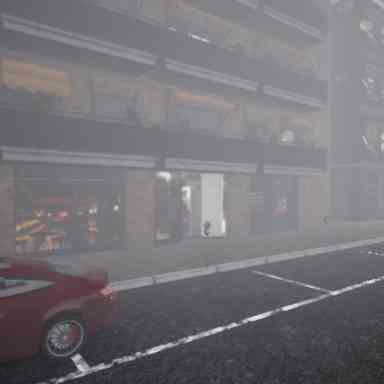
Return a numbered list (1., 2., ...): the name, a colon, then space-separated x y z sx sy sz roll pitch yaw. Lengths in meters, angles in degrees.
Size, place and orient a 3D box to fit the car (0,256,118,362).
1. car: -3.074 1.582 4.365 4.206 1.307 1.802 0 0 -35
